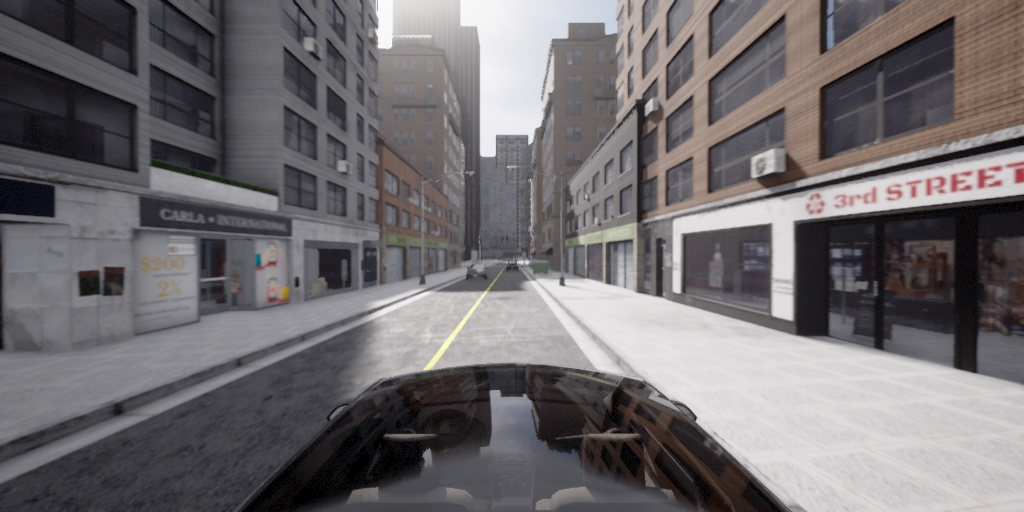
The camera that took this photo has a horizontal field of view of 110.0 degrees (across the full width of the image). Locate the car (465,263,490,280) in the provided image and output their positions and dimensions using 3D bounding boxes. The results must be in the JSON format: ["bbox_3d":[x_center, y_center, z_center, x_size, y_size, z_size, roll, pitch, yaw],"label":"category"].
[{"bbox_3d":[-3.086,1.414,32.762,1.812,1.442,4.674,0,0,0],"label":"car"}]

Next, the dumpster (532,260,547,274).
[{"bbox_3d":[3.145,1.322,40.828,1.020,1.700,1.940,0,0,0],"label":"dumpster"}]

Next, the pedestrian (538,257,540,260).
[{"bbox_3d":[3.145,1.074,42.199,0.375,1.860,0.375,-1,1,-9],"label":"pedestrian"}]

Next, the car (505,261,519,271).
[{"bbox_3d":[0.053,1.492,54.024,1.837,1.490,4.892,0,0,1],"label":"car"}]
